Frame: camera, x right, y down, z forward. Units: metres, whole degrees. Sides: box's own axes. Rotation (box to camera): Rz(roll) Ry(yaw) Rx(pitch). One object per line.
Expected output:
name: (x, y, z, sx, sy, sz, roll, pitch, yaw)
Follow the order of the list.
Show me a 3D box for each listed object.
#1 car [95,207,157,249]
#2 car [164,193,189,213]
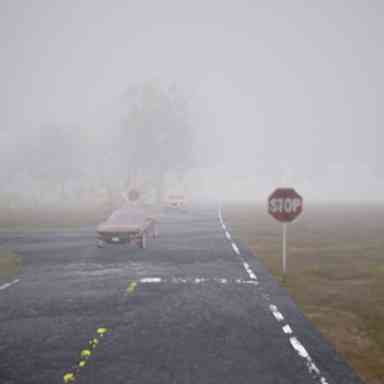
car: (-2.716, 1.461, 14.675, 1.882, 1.535, 5.008, 0, 0, 2)
car: (-1.580, 1.161, 35.660, 2.150, 2.045, 5.566, 0, 0, 4)
